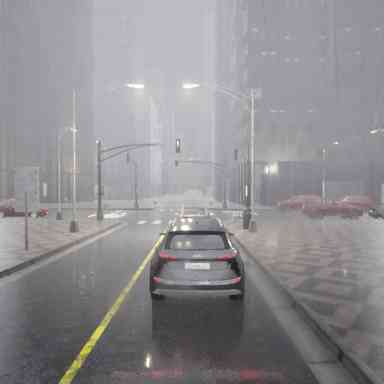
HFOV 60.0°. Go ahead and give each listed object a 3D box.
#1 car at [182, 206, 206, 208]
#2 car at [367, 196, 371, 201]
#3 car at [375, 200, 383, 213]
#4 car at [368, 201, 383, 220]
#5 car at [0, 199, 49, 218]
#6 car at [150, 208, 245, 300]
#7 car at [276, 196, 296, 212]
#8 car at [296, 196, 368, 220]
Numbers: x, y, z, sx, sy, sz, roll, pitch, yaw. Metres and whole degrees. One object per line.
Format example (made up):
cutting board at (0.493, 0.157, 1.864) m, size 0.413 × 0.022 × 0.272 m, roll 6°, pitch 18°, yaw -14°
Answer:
car at (0.116, 1.507, 17.451) m, size 1.837 × 1.490 × 4.892 m, roll 0°, pitch 0°, yaw 0°
car at (17.794, 1.353, 37.680) m, size 5.009 × 1.841 × 2.192 m, roll 0°, pitch 1°, yaw 0°
car at (23.436, 1.633, 37.692) m, size 4.313 × 1.339 × 1.947 m, roll 0°, pitch 1°, yaw 0°
car at (17.799, 1.742, 29.159) m, size 4.313 × 1.339 × 1.947 m, roll 0°, pitch 1°, yaw 0°
car at (-14.886, 1.567, 29.099) m, size 4.507 × 1.381 × 1.887 m, roll 0°, pitch 1°, yaw 0°
car at (0.117, 1.428, 8.364) m, size 2.033 × 1.649 × 4.856 m, roll 0°, pitch 0°, yaw 0°
car at (12.151, 1.325, 37.669) m, size 5.009 × 1.841 × 2.192 m, roll 0°, pitch 1°, yaw 0°
car at (12.156, 1.463, 29.146) m, size 5.009 × 1.841 × 2.192 m, roll 0°, pitch 1°, yaw 0°
